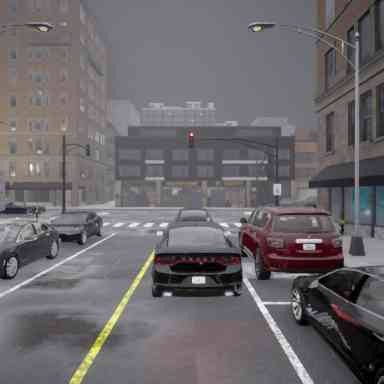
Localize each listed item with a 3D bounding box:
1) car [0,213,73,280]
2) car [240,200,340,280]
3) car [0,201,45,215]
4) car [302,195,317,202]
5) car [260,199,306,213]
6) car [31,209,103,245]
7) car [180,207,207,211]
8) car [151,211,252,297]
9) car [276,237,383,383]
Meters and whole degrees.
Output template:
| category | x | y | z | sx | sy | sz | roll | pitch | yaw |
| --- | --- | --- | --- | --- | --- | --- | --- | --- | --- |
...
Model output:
| category | x | y | z | sx | sy | sz | roll | pitch | yaw |
| --- | --- | --- | --- | --- | --- | --- | --- | --- | --- |
| car | -5.400 | 1.550 | 9.831 | 2.008 | 1.369 | 4.403 | 0 | 0 | 0 |
| car | 2.625 | 1.314 | 9.840 | 2.192 | 1.841 | 5.009 | 0 | 0 | 0 |
| car | -16.201 | 1.529 | 30.979 | 4.718 | 1.301 | 1.895 | 0 | 0 | 0 |
| car | 13.145 | 1.297 | 34.588 | 5.566 | 2.045 | 2.150 | 1 | 0 | -1 |
| car | 10.318 | 1.584 | 37.821 | 4.674 | 1.442 | 1.812 | 0 | 0 | 0 |
| car | -5.406 | 1.565 | 15.493 | 1.947 | 1.339 | 4.313 | 0 | 0 | 0 |
| car | 0.062 | 1.504 | 16.162 | 1.837 | 1.490 | 4.892 | 0 | 0 | 0 |
| car | 0.064 | 1.477 | 8.629 | 1.882 | 1.535 | 5.008 | 0 | 0 | -1 |
| car | 2.631 | 1.566 | 4.178 | 1.947 | 1.339 | 4.313 | 0 | 0 | 0 |
